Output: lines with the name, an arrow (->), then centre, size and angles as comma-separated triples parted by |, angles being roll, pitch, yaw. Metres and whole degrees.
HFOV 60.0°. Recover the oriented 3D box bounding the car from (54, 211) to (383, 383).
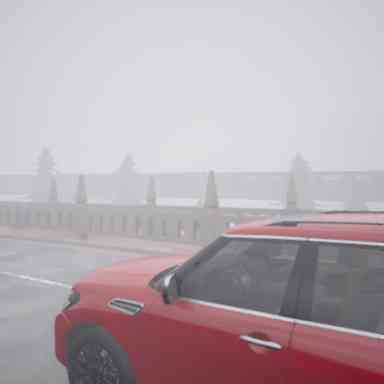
car -> 1.130, 1.203, 3.021 | 5.566, 2.045, 2.150 | 0, 0, 35
